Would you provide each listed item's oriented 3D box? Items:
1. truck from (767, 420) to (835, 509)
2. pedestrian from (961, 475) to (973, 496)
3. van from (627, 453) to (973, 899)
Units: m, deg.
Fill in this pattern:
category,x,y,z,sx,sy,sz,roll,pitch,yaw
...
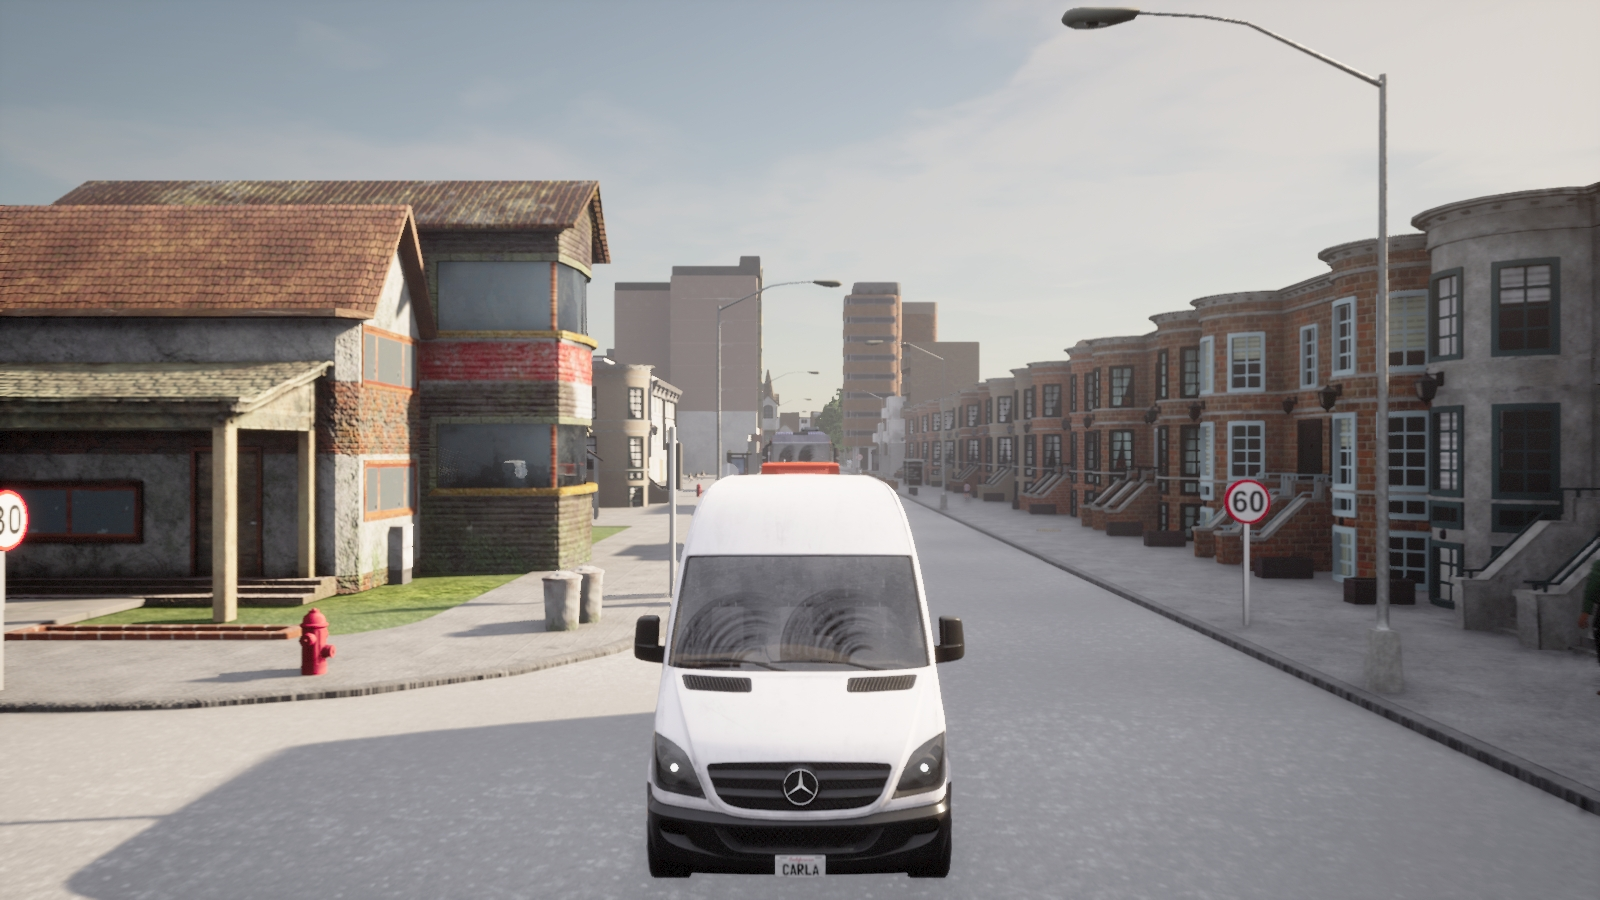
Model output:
category,x,y,z,sx,sy,sz,roll,pitch,yaw
truck,0.029,0.663,53.081,2.891,3.827,8.468,0,-1,0
pedestrian,8.893,1.901,60.837,0.500,1.100,0.500,0,0,-7
van,0.002,1.314,9.528,1.988,2.561,5.915,0,0,0
